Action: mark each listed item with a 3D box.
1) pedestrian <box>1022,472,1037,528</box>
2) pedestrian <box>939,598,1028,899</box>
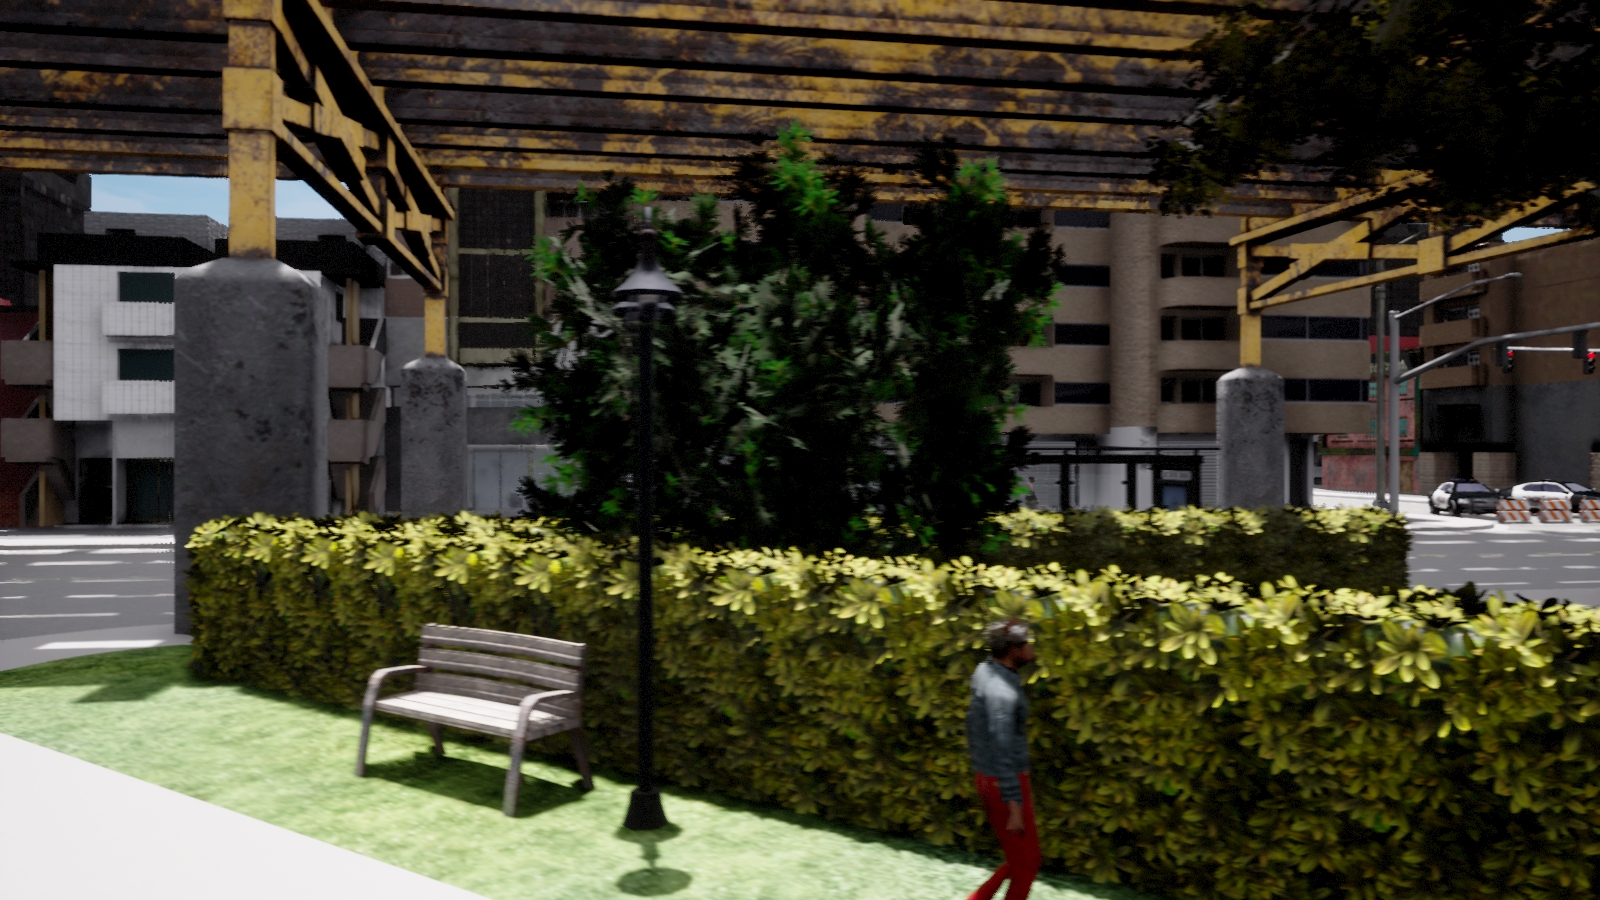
[{"bbox_3d":[7.825,1.699,38.941,0.375,1.860,0.375,0,0,-17],"label":"pedestrian"},{"bbox_3d":[0.919,1.701,5.764,0.375,1.860,0.375,0,0,-3],"label":"pedestrian"}]
